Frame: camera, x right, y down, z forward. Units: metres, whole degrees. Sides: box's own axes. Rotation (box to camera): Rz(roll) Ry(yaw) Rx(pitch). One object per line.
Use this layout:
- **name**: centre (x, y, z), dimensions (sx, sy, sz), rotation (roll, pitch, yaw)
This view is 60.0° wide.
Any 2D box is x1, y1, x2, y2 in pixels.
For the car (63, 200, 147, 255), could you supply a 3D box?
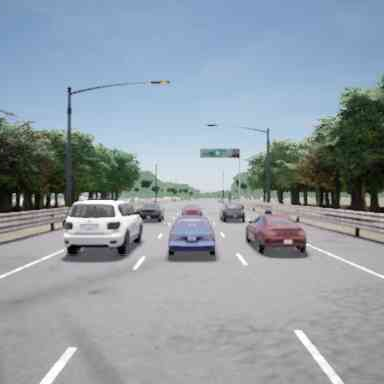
- **car**: centre (-3.501, 1.353, 14.030), dimensions (2.150, 2.045, 5.566), rotation (0, 0, 0)

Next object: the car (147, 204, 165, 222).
- **car**: centre (-3.499, 1.801, 29.300), dimensions (1.837, 1.490, 4.892), rotation (0, 0, 0)

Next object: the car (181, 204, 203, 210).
- **car**: centre (0.001, 1.820, 29.383), dimensions (1.812, 1.442, 4.674), rotation (0, 0, 0)

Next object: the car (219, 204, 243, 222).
- **car**: centre (3.501, 1.786, 29.296), dimensions (2.128, 1.511, 4.902), rotation (0, -1, 0)

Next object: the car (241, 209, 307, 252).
- **car**: centre (3.503, 1.666, 14.393), dimensions (1.812, 1.442, 4.674), rotation (0, 0, 0)

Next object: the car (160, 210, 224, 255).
- **car**: centre (-0.001, 1.684, 13.992), dimensions (2.033, 1.411, 5.357), rotation (0, -1, 0)
